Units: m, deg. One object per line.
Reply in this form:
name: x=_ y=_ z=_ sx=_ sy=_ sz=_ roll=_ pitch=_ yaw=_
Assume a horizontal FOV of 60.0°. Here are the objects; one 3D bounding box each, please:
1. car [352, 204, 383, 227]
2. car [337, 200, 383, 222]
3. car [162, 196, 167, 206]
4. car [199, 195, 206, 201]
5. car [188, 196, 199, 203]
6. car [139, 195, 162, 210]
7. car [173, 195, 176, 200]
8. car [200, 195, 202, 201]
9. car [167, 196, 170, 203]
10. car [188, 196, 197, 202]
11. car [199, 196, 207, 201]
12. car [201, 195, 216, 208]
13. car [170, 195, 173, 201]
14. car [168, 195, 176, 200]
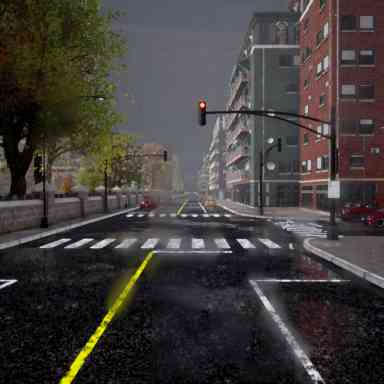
car: x=14.688 y=1.851 z=24.722 sx=4.181 sy=1.385 sz=1.994 roll=1 pitch=0 yaw=0
car: x=14.643 y=1.591 z=27.327 sx=5.009 sy=1.841 sz=2.192 roll=1 pitch=-1 yaw=0
car: x=-5.640 y=1.457 z=54.989 sx=1.967 sy=1.590 sz=4.097 roll=0 pitch=0 yaw=0
car: x=2.772 y=1.593 z=88.193 sx=1.887 sy=1.381 sz=4.507 roll=0 pitch=0 yaw=0
car: x=0.070 y=1.577 z=69.224 sx=2.033 sy=1.411 sz=5.357 roll=0 pitch=0 yaw=0
car: x=-5.651 y=1.324 z=43.918 sx=2.192 sy=1.841 sz=5.009 roll=0 pitch=0 yaw=0
car: x=-5.613 y=1.624 z=82.665 sx=1.802 sy=1.307 sz=4.206 roll=0 pitch=0 yaw=0
car: x=2.741 y=1.562 z=54.981 sx=1.887 sy=1.381 sz=4.507 roll=0 pitch=0 yaw=0
car: x=-5.635 y=1.566 z=60.524 sx=1.887 sy=1.381 sz=4.507 roll=0 pitch=0 yaw=0
car: x=0.078 y=1.591 z=79.635 sx=1.994 sy=1.385 sz=4.181 roll=0 pitch=0 yaw=0
car: x=2.767 y=1.587 z=82.658 sx=1.887 sy=1.381 sz=4.507 roll=0 pitch=0 yaw=0
car: x=2.736 y=1.538 z=49.616 sx=1.752 sy=1.417 sz=4.829 roll=0 pitch=0 yaw=0
car: x=-5.624 y=1.613 z=71.594 sx=1.802 sy=1.307 sz=4.206 roll=0 pitch=0 yaw=0
car: x=-5.604 y=1.580 z=93.565 sx=1.752 sy=1.417 sz=4.829 roll=0 pitch=0 yaw=0
